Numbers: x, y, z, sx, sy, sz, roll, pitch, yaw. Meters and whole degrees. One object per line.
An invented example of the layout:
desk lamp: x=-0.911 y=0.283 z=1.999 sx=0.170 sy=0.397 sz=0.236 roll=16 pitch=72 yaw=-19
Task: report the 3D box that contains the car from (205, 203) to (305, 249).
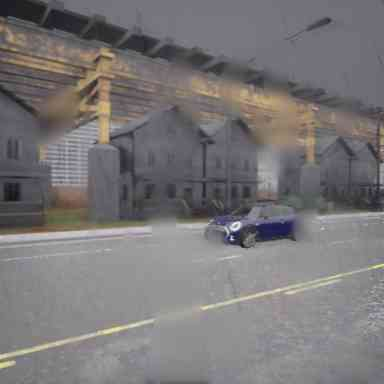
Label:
car: x=2.768 y=1.285 z=14.325 sx=4.553 sy=1.767 sz=2.097 roll=0 pitch=0 yaw=-34
